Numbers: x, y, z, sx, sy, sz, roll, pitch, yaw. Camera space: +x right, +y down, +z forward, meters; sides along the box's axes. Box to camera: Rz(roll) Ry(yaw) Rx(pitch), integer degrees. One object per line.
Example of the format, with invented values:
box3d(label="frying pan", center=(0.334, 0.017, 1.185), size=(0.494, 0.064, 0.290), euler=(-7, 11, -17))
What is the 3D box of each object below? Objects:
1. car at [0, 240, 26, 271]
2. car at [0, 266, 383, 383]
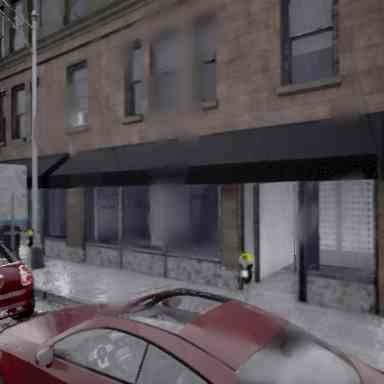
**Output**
box3d(label="car", center=(-4.806, 1.512, 6.240), size=(4.097, 1.590, 1.967), euler=(-1, 0, 36))
box3d(label="car", center=(-0.312, 1.600, 3.033), size=(4.206, 1.307, 1.802), euler=(-1, 0, 36))
